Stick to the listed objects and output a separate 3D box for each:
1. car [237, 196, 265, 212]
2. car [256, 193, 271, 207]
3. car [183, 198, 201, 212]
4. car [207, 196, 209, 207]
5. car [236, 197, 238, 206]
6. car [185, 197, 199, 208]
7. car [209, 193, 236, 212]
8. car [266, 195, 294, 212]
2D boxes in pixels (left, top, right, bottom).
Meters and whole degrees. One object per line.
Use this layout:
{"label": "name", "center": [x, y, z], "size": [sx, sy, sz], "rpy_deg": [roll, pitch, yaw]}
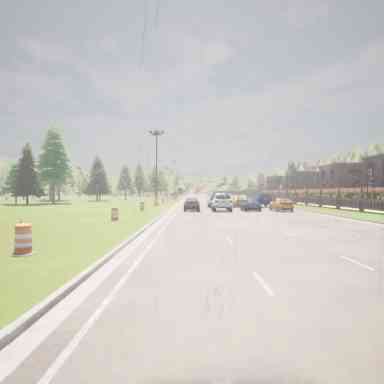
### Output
{"label": "car", "center": [6.975, 1.564, 39.565], "size": [1.994, 1.385, 4.181], "rpy_deg": [0, 0, 0]}
{"label": "car", "center": [10.469, 1.221, 49.600], "size": [2.150, 2.045, 5.566], "rpy_deg": [0, 0, 0]}
{"label": "car", "center": [-0.024, 1.491, 39.144], "size": [2.128, 1.511, 4.902], "rpy_deg": [0, 0, 0]}
{"label": "car", "center": [3.469, 1.221, 49.596], "size": [2.150, 2.045, 5.566], "rpy_deg": [0, 0, 0]}
{"label": "car", "center": [6.969, 1.478, 49.568], "size": [1.882, 1.535, 5.008], "rpy_deg": [0, 0, 0]}
{"label": "car", "center": [-0.031, 1.547, 49.564], "size": [2.033, 1.411, 5.357], "rpy_deg": [0, 0, 0]}
{"label": "car", "center": [3.475, 1.221, 39.176], "size": [2.150, 2.045, 5.566], "rpy_deg": [0, 0, 0]}
{"label": "car", "center": [10.476, 1.478, 39.150], "size": [1.882, 1.535, 5.008], "rpy_deg": [0, 0, 0]}
